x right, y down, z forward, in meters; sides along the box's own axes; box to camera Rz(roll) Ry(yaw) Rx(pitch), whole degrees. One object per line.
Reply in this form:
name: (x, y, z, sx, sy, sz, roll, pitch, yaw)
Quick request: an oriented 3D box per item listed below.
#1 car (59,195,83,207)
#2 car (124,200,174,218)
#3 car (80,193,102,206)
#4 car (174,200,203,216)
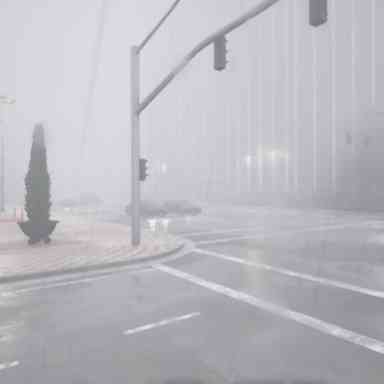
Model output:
car: (-17.744, 1.486, 48.057, 1.994, 1.385, 4.181, 0, 0, -35)
car: (-4.108, 1.468, 29.135, 2.033, 1.411, 5.357, 0, 0, -36)
car: (-15.758, 1.124, 51.301, 2.150, 2.045, 5.566, 0, 0, -35)
car: (-1.263, 1.448, 31.174, 2.033, 1.411, 5.357, 0, 0, -36)
